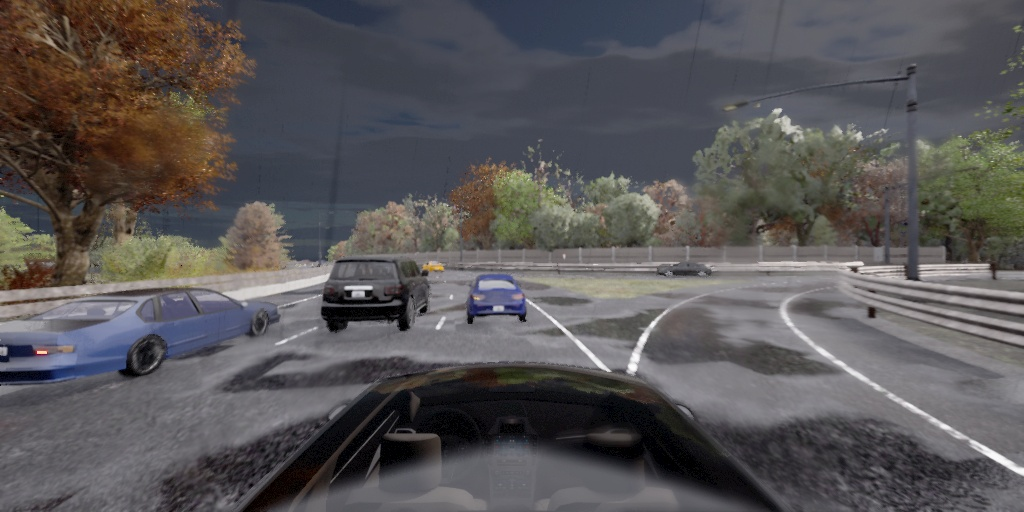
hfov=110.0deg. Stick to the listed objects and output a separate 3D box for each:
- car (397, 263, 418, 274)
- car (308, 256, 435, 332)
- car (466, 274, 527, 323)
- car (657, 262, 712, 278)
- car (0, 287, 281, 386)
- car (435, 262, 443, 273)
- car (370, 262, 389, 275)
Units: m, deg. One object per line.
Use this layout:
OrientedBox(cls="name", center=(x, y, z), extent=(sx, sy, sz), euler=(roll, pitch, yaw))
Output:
OrientedBox(cls="car", center=(-14.133, 1.649, 48.206), extent=(1.895, 1.301, 4.718), euler=(0, 0, -27))
OrientedBox(cls="car", center=(-3.991, 1.038, 11.414), extent=(2.150, 2.045, 5.566), euler=(0, 0, -5))
OrientedBox(cls="car", center=(-0.610, 1.333, 12.404), extent=(1.812, 1.442, 4.674), euler=(0, 0, -6))
OrientedBox(cls="car", center=(16.673, 1.355, 34.820), extent=(4.892, 1.490, 1.837), euler=(0, 0, 12))
OrientedBox(cls="car", center=(-7.166, 1.358, 7.391), extent=(2.033, 1.411, 5.357), euler=(0, 0, -3))
OrientedBox(cls="car", center=(-10.985, 1.519, 49.733), extent=(1.882, 1.535, 5.008), euler=(0, 0, -27))
OrientedBox(cls="car", center=(-17.299, 1.561, 46.722), extent=(1.837, 1.490, 4.892), euler=(0, 0, -27))
